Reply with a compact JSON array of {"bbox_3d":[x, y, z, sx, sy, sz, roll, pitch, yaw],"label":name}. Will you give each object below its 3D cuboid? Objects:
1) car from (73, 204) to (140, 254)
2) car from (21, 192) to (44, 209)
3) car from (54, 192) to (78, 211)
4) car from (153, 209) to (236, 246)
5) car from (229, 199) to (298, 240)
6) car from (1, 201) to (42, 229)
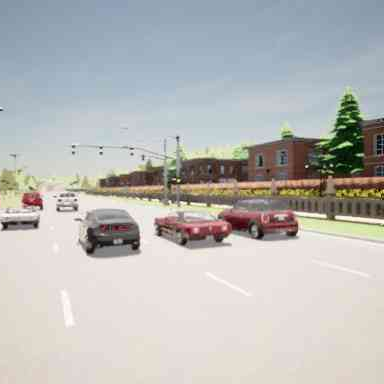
[{"bbox_3d":[-3.428,1.395,13.202,1.837,1.490,4.892,-1,0,-24],"label":"car"},{"bbox_3d":[-18.869,1.023,39.347,2.150,2.045,5.566,-1,1,-24],"label":"car"},{"bbox_3d":[-13.914,0.985,36.825,2.150,2.045,5.566,-1,1,-24],"label":"car"},{"bbox_3d":[-0.228,1.435,14.624,1.895,1.301,4.718,-1,1,-24],"label":"car"},{"bbox_3d":[2.944,1.130,16.094,2.097,1.767,4.553,-1,1,-24],"label":"car"},{"bbox_3d":[-10.717,1.500,20.962,1.895,1.301,4.718,-1,1,-24],"label":"car"}]
